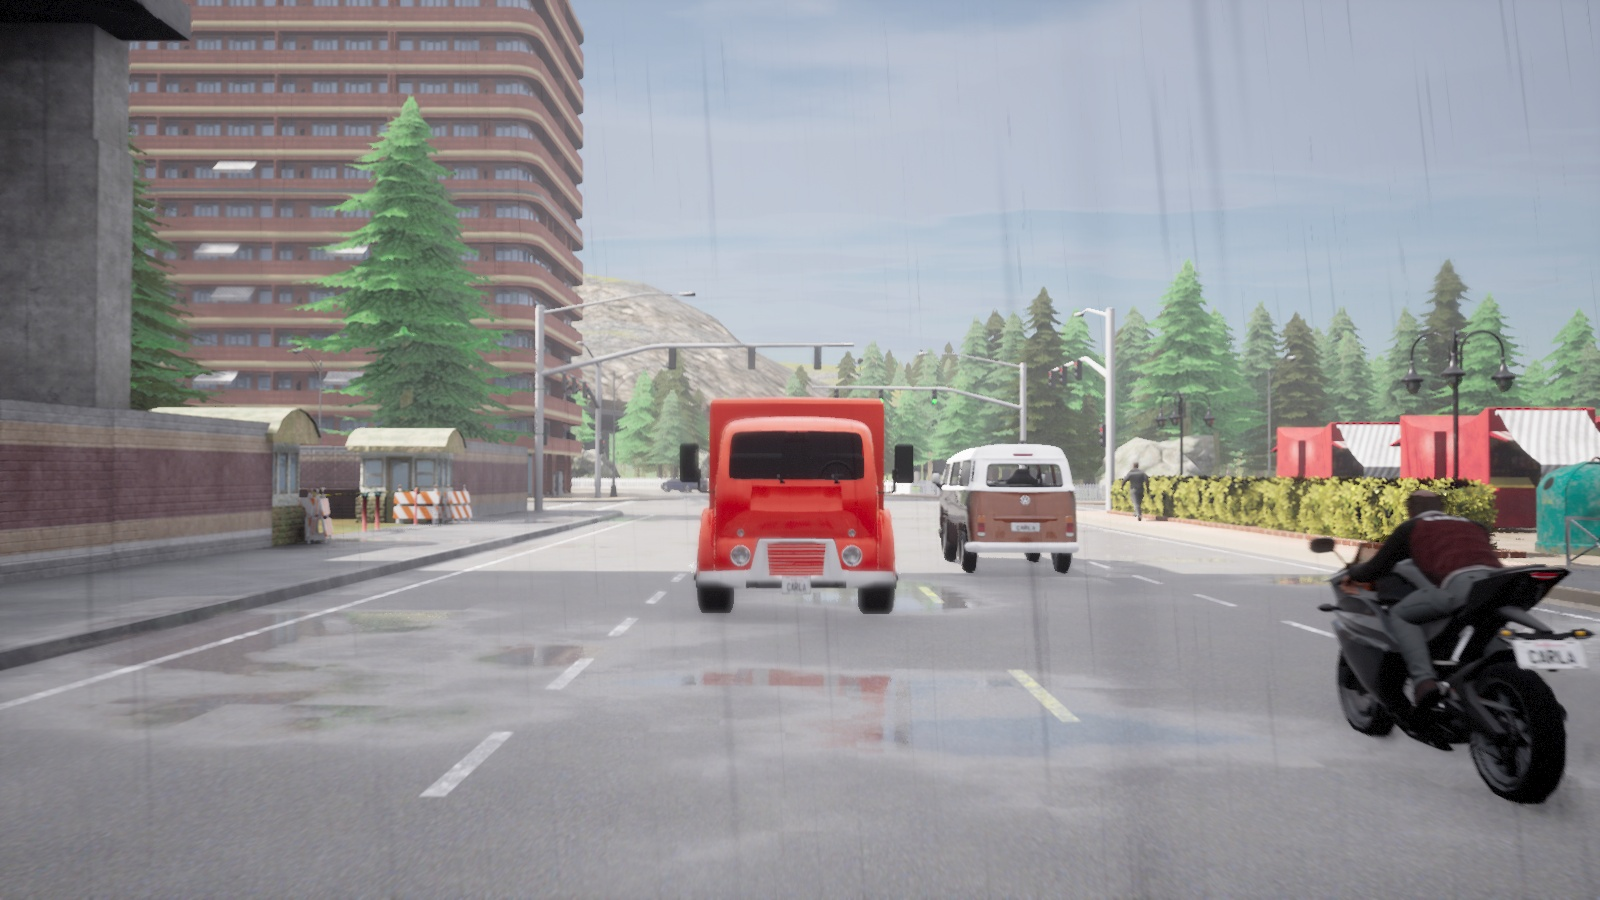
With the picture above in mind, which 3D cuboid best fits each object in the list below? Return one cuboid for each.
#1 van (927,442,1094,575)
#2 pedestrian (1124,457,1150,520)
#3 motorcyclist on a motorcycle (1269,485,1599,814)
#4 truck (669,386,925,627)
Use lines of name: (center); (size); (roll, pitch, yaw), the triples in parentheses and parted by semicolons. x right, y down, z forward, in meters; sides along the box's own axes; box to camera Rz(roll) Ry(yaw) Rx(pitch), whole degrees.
van: (3.446, 0.939, 21.464); (2.069, 2.038, 4.480); (0, -1, 0)
pedestrian: (10.287, 1.165, 38.374); (0.563, 1.883, 0.849); (0, -1, 2)
motorcyclist on a motorcycle: (3.482, 0.974, 7.040); (0.866, 1.530, 2.191); (0, -1, 0)
truck: (-0.041, 0.629, 15.534); (2.627, 2.467, 5.204); (0, -1, 0)
